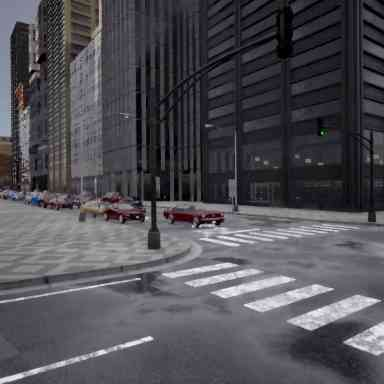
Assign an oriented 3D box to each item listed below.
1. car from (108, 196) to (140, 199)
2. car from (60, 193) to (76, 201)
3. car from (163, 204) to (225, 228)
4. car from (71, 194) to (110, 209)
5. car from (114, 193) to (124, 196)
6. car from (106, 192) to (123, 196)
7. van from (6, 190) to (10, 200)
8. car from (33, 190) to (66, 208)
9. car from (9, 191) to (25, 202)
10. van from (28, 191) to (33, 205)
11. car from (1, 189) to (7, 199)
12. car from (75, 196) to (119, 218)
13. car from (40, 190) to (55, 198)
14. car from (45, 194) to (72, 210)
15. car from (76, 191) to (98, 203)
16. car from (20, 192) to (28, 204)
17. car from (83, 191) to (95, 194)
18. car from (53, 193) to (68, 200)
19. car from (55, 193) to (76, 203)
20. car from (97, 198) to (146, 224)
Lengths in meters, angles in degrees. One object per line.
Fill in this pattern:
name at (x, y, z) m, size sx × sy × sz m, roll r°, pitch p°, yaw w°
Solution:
car at (-5.773, 1.362, 29.872) m, size 1.994 × 1.385 × 4.181 m, roll -1°, pitch 1°, yaw -35°
car at (-24.442, 0.949, 65.476) m, size 1.802 × 1.307 × 4.206 m, roll 0°, pitch 1°, yaw -36°
car at (0.057, 1.479, 21.768) m, size 1.895 × 1.301 × 4.718 m, roll -1°, pitch 1°, yaw -35°
car at (-11.621, 1.262, 37.933) m, size 2.033 × 1.411 × 5.357 m, roll -1°, pitch 1°, yaw -37°
car at (-7.946, 1.200, 42.700) m, size 1.947 × 1.339 × 4.313 m, roll 0°, pitch 1°, yaw -36°
car at (-11.244, 0.899, 47.253) m, size 2.192 × 1.841 × 5.009 m, roll 0°, pitch 1°, yaw -36°
van at (-34.647, 0.747, 65.031) m, size 1.690 × 1.788 × 3.998 m, roll 0°, pitch 1°, yaw -36°
car at (-18.150, 0.995, 42.255) m, size 2.192 × 1.841 × 5.009 m, roll 0°, pitch 1°, yaw -36°
car at (-31.348, 0.904, 60.477) m, size 1.967 × 1.590 × 4.097 m, roll 0°, pitch 1°, yaw -36°
van at (-21.450, 0.970, 46.811) m, size 1.690 × 1.788 × 3.998 m, roll 0°, pitch 1°, yaw -36°
car at (-37.946, 0.664, 69.586) m, size 2.192 × 1.841 × 5.009 m, roll 0°, pitch 1°, yaw -36°
car at (-8.154, 1.353, 28.452) m, size 1.752 × 1.417 × 4.829 m, roll 0°, pitch 1°, yaw -36°
car at (-34.338, 0.510, 79.138) m, size 2.192 × 1.841 × 5.009 m, roll 0°, pitch 1°, yaw -36°
car at (-14.852, 1.275, 37.701) m, size 1.887 × 1.381 × 4.507 m, roll 0°, pitch 1°, yaw -36°
car at (-17.842, 0.793, 56.363) m, size 2.192 × 1.841 × 5.009 m, roll 0°, pitch 1°, yaw -36°
car at (-24.750, 1.126, 51.367) m, size 2.008 × 1.369 × 4.403 m, roll 0°, pitch 1°, yaw -36°
car at (-15.863, 1.066, 49.154) m, size 2.128 × 1.511 × 4.902 m, roll -1°, pitch 1°, yaw -35°
car at (-27.741, 0.854, 70.030) m, size 1.887 × 1.381 × 4.507 m, roll 0°, pitch 1°, yaw -36°
car at (-21.865, 0.970, 57.356) m, size 2.128 × 1.511 × 4.902 m, roll -1°, pitch 1°, yaw -36°
car at (-4.954, 1.416, 24.035) m, size 1.887 × 1.381 × 4.507 m, roll 0°, pitch 1°, yaw -36°
